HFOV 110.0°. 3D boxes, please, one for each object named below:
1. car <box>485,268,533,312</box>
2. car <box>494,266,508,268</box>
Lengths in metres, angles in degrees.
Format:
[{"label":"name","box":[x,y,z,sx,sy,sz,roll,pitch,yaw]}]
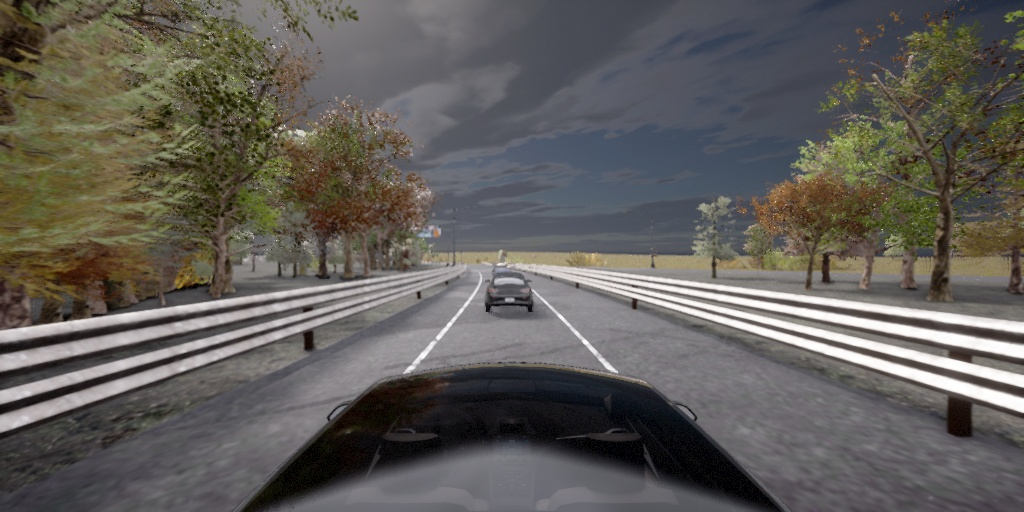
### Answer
[{"label":"car","box":[-0.141,1.418,15.015,1.812,1.442,4.674,0,-1,-1]},{"label":"car","box":[-0.968,1.633,32.462,2.033,1.411,5.357,0,-1,-4]}]
